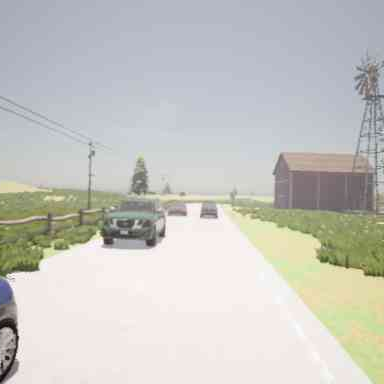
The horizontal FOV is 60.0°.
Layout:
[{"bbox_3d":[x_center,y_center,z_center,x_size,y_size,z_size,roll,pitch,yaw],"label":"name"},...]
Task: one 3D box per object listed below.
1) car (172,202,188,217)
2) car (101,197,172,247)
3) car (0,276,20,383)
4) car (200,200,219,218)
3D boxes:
[{"bbox_3d":[-1.447,1.801,35.716,1.812,1.442,4.674,2,-1,3],"label":"car"},{"bbox_3d":[-2.526,1.293,15.909,2.150,2.045,5.566,2,-1,3],"label":"car"},{"bbox_3d":[-3.275,1.279,2.273,2.097,1.767,4.553,2,-1,3],"label":"car"},{"bbox_3d":[1.782,1.906,34.646,2.033,1.411,5.357,2,0,3],"label":"car"}]
